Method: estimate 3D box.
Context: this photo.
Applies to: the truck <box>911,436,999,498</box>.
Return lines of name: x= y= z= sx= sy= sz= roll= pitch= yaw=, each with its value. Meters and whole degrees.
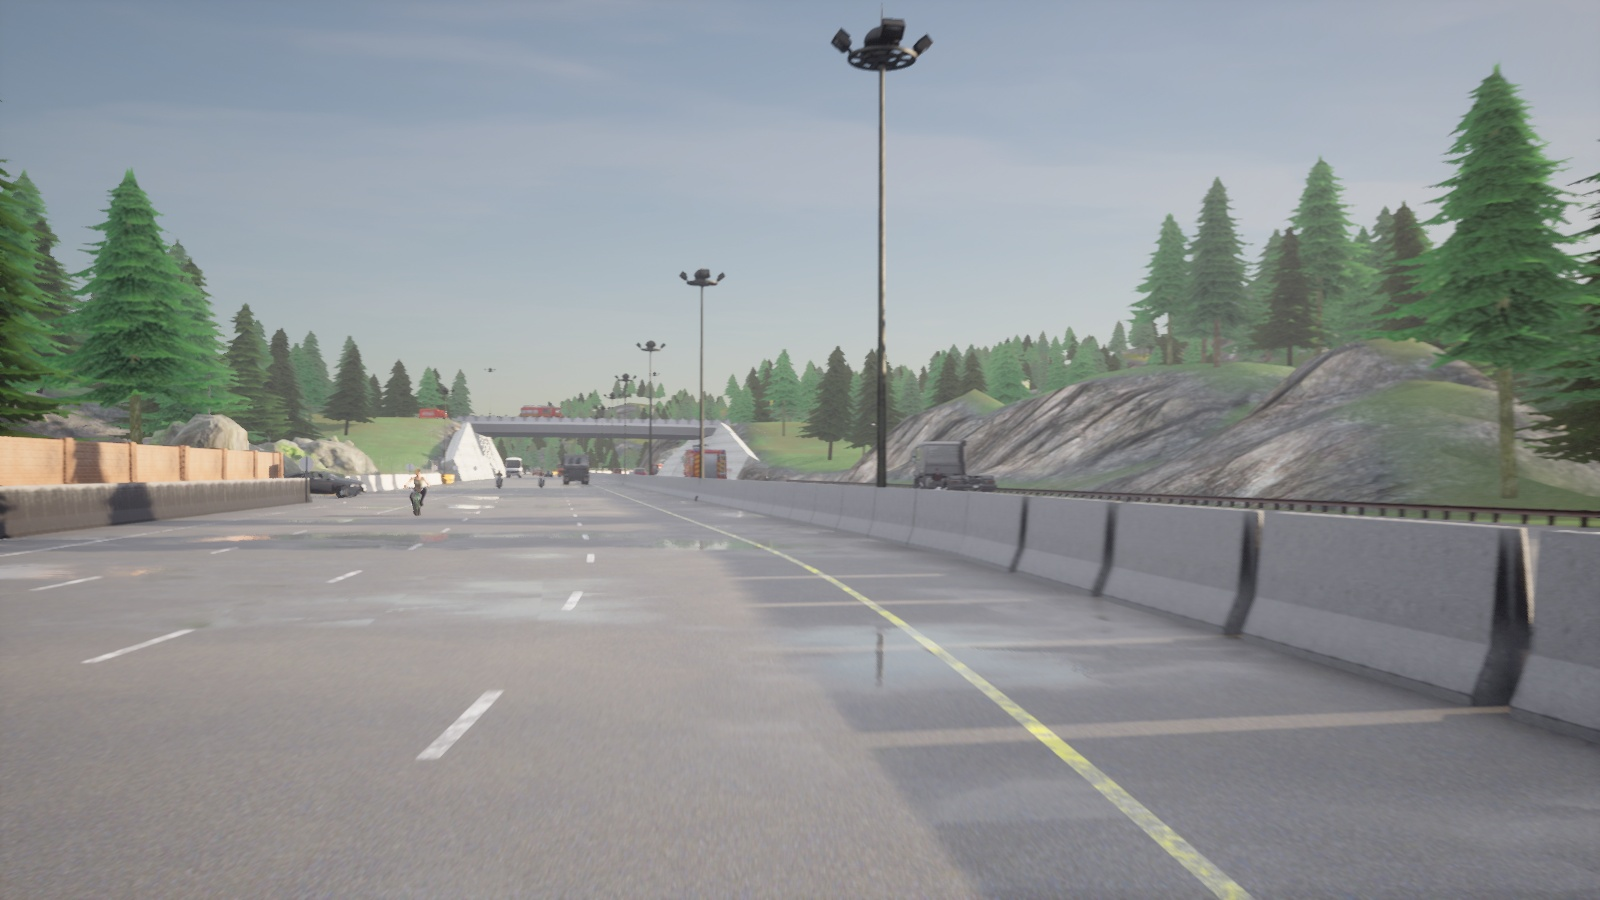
truck: x=9.143 y=1.029 z=75.221 sx=2.891 sy=3.462 sz=7.936 roll=0 pitch=-1 yaw=-11

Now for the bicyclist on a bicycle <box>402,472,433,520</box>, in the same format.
bicyclist on a bicycle: x=-12.974 y=1.545 z=42.642 sx=0.866 sy=1.612 sz=1.509 roll=0 pitch=-1 yaw=-11

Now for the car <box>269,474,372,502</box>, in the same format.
car: x=-26.431 y=2.091 z=69.315 sx=4.902 sy=1.511 sz=2.128 roll=0 pitch=-1 yaw=-1
